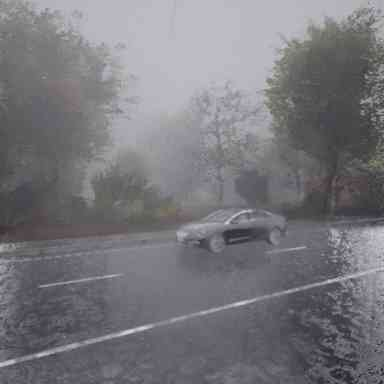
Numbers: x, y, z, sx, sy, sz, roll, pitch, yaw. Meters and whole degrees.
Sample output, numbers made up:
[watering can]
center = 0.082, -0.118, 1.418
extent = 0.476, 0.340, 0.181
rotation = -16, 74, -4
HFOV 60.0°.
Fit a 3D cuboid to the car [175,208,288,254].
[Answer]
[car]
center = 1.656, 1.395, 13.171
extent = 4.902, 1.511, 2.128
rotation = -1, 1, -32
